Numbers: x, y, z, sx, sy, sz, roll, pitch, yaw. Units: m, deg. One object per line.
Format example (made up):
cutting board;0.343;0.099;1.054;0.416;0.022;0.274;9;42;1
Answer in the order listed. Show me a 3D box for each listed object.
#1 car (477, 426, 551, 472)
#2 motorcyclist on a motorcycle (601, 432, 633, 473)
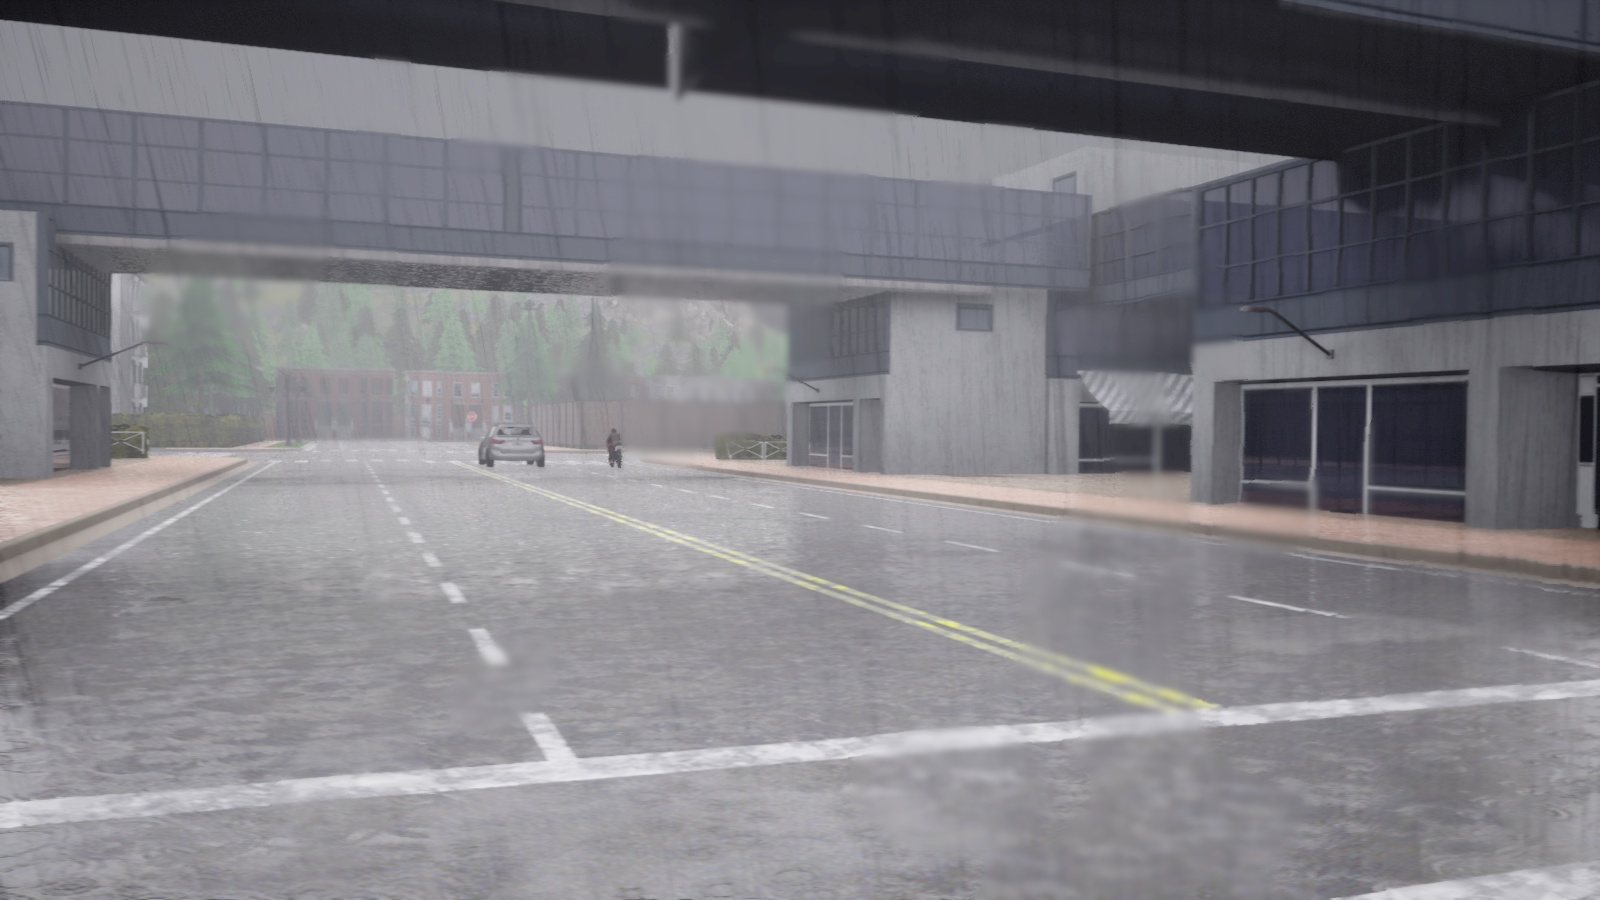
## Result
car;-11.257;-0.042;49.222;2.242;1.667;4.611;-1;0;-20
motorcyclist on a motorcycle;-6.955;0.080;47.655;0.797;1.523;2.044;-1;1;-20
